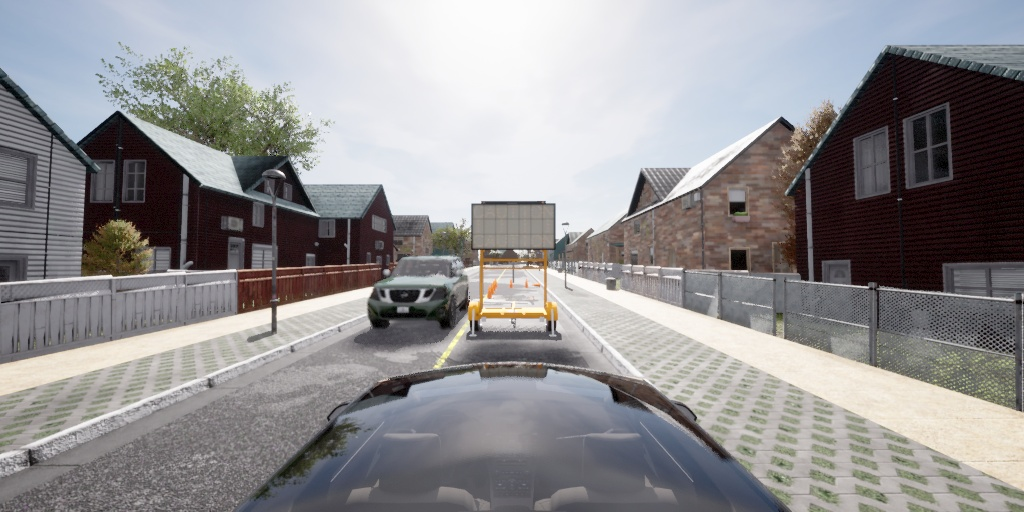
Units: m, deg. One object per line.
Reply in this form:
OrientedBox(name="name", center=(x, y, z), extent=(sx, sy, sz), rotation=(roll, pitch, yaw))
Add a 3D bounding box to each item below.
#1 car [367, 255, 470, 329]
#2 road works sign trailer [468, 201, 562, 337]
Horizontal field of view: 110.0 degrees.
OrientedBox(name="car", center=(-2.697, 0.986, 11.672), extent=(2.150, 2.045, 5.566), rotation=(0, 0, 0))
OrientedBox(name="road works sign trailer", center=(0.042, 0.226, 10.346), extent=(2.380, 3.560, 2.880), rotation=(0, 0, 1))
